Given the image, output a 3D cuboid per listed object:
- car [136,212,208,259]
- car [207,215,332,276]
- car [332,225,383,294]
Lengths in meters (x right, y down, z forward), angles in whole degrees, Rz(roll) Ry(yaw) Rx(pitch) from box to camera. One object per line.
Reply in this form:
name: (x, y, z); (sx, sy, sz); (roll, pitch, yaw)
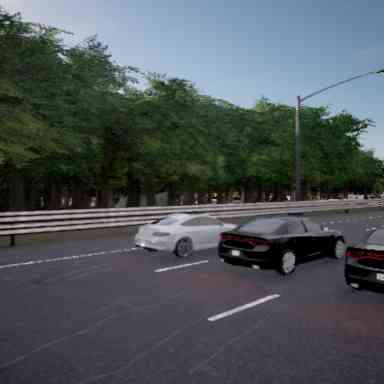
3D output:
car: (0.100, 1.497, 12.539); (4.674, 1.442, 1.812); (0, 0, -42)
car: (2.996, 1.458, 10.436); (5.008, 1.535, 1.882); (0, 0, -42)
car: (5.479, 1.468, 7.963); (5.008, 1.535, 1.882); (0, 0, -42)
